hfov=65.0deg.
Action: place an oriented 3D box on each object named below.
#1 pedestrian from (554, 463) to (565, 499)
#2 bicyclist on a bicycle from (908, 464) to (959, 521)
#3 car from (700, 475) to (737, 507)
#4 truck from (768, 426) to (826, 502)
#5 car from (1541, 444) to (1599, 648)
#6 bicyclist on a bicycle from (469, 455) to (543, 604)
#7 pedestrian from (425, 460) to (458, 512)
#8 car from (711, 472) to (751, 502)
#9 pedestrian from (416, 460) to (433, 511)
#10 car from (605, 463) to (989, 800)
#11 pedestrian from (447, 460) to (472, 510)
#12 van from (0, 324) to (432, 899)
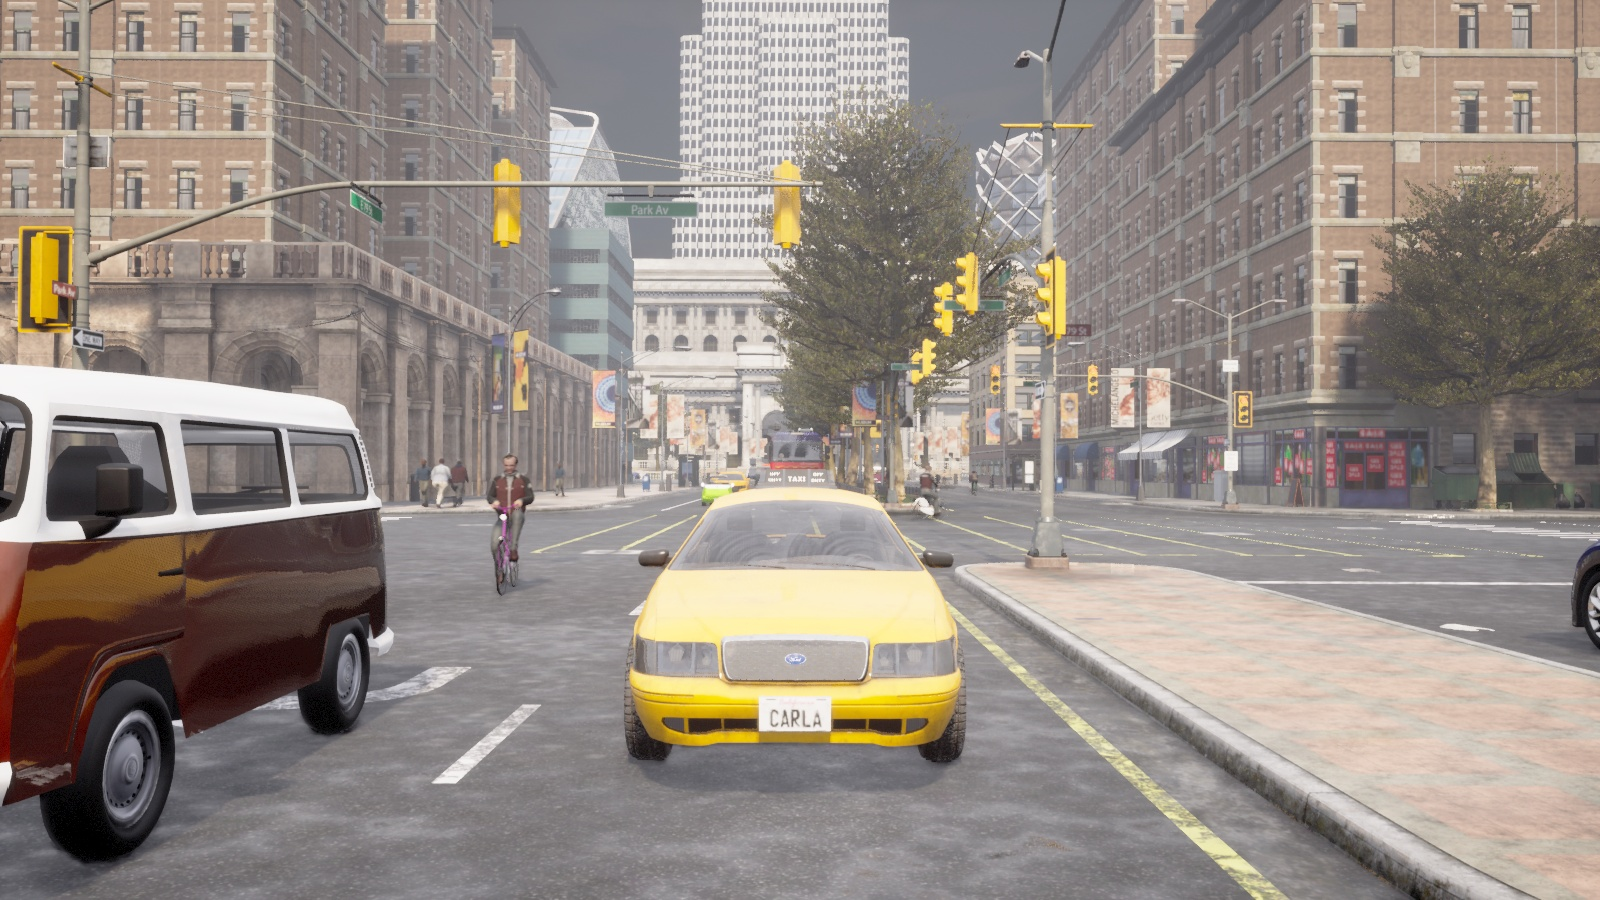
[{"bbox_3d":[-12.537,1.618,65.436,0.370,1.835,0.726,0,-1,9],"label":"pedestrian"},{"bbox_3d":[4.277,1.340,40.134,0.659,1.776,1.843,-2,-2,41],"label":"bicyclist on a bicycle"},{"bbox_3d":[-3.627,1.823,56.088,1.481,1.376,2.207,0,-1,0],"label":"car"},{"bbox_3d":[-0.158,0.786,67.774,2.891,3.827,8.468,0,-1,0],"label":"truck"},{"bbox_3d":[7.978,0.799,9.444,2.097,1.767,4.553,0,-1,0],"label":"car"},{"bbox_3d":[-3.720,0.968,15.995,0.659,1.776,1.843,0,-1,-5],"label":"bicyclist on a bicycle"},{"bbox_3d":[-12.911,1.281,45.224,0.874,1.855,0.900,0,-1,6],"label":"pedestrian"},{"bbox_3d":[-3.652,1.928,66.936,1.882,1.535,5.008,0,-1,0],"label":"car"},{"bbox_3d":[-13.792,1.299,46.106,0.370,1.835,0.726,0,-1,3],"label":"pedestrian"},{"bbox_3d":[-0.020,0.898,8.598,1.801,1.575,5.366,0,-1,0],"label":"car"},{"bbox_3d":[-12.771,1.311,47.081,0.634,1.844,0.899,0,-1,7],"label":"pedestrian"},{"bbox_3d":[-3.515,0.657,6.232,2.069,2.038,4.480,0,-1,0],"label":"van"}]
